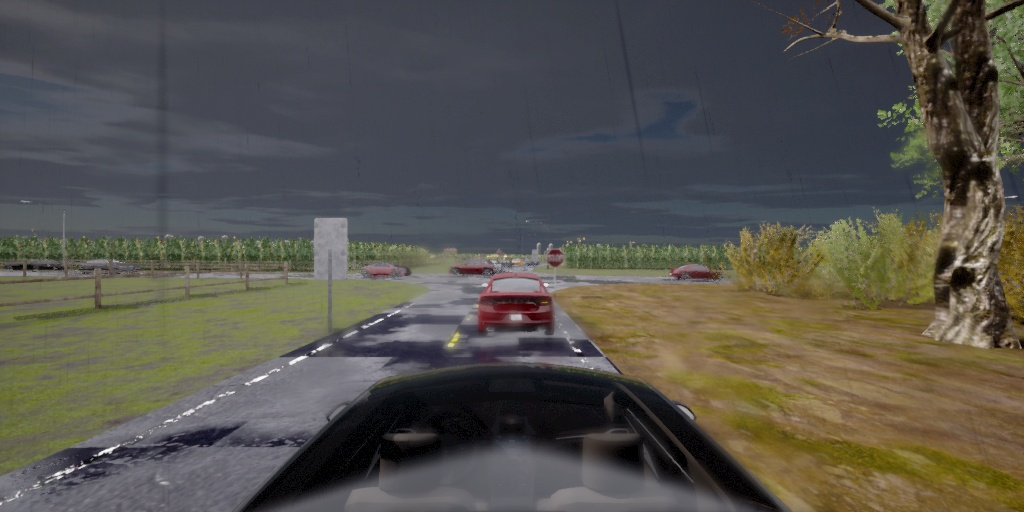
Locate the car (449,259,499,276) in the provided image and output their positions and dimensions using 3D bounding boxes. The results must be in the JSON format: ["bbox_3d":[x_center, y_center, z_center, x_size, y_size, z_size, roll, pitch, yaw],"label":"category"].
[{"bbox_3d":[-3.865,1.094,35.157,4.553,1.767,2.097,0,0,4],"label":"car"}]

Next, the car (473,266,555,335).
[{"bbox_3d":[0.105,1.228,10.499,1.882,1.535,5.008,0,0,0],"label":"car"}]

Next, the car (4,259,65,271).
[{"bbox_3d":[-49.855,1.009,37.513,4.718,1.301,1.895,0,0,3],"label":"car"}]

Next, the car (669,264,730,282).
[{"bbox_3d":[15.617,1.382,29.939,4.674,1.442,1.812,0,0,5],"label":"car"}]

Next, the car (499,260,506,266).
[{"bbox_3d":[-2.540,1.291,46.165,1.812,1.442,4.674,0,0,12],"label":"car"}]

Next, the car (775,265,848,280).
[{"bbox_3d":[27.093,1.483,32.571,5.357,1.411,2.033,0,0,6],"label":"car"}]

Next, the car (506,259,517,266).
[{"bbox_3d":[-0.963,1.323,57.163,2.033,1.411,5.357,0,0,8],"label":"car"}]

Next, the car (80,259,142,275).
[{"bbox_3d":[-37.073,1.021,33.126,4.674,1.442,1.812,0,0,3],"label":"car"}]

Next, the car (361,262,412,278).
[{"bbox_3d":[-11.125,1.246,31.897,4.181,1.385,1.994,0,0,3],"label":"car"}]
